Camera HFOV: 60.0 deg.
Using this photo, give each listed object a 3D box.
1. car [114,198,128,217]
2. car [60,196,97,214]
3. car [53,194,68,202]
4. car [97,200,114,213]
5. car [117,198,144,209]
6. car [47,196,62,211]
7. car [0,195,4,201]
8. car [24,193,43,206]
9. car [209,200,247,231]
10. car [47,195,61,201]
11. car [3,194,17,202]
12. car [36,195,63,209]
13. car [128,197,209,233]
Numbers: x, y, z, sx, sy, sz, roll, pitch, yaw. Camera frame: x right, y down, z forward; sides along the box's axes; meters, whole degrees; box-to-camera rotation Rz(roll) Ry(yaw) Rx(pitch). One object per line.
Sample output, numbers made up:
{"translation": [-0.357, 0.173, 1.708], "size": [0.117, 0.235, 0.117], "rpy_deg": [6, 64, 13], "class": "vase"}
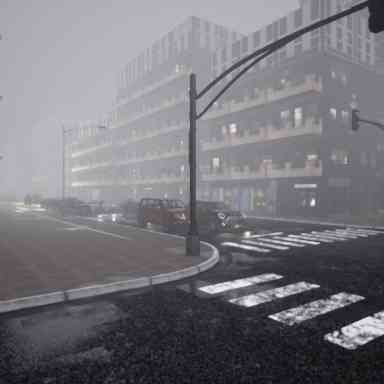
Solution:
{"translation": [-4.344, 1.467, 27.979], "size": [2.033, 1.411, 5.357], "rpy_deg": [0, 0, -36], "class": "car"}
{"translation": [-11.487, 1.442, 33.454], "size": [1.887, 1.381, 4.507], "rpy_deg": [0, 0, -36], "class": "car"}
{"translation": [-27.917, 1.265, 70.503], "size": [1.967, 1.590, 4.097], "rpy_deg": [0, 0, -36], "class": "car"}
{"translation": [-9.982, 1.494, 35.799], "size": [1.895, 1.301, 4.718], "rpy_deg": [0, 0, -36], "class": "car"}
{"translation": [-8.013, 1.461, 42.955], "size": [1.802, 1.307, 4.206], "rpy_deg": [0, 0, -36], "class": "car"}
{"translation": [-14.805, 1.448, 38.046], "size": [1.947, 1.339, 4.313], "rpy_deg": [0, 0, -36], "class": "car"}
{"translation": [-41.345, 1.267, 74.777], "size": [1.967, 1.590, 4.097], "rpy_deg": [0, 0, -36], "class": "car"}
{"translation": [-24.757, 1.159, 51.820], "size": [2.192, 1.841, 5.009], "rpy_deg": [0, 0, -36], "class": "car"}
{"translation": [1.221, 1.301, 20.205], "size": [2.097, 1.767, 4.553], "rpy_deg": [0, 0, -34], "class": "car"}
{"translation": [-31.233, 1.374, 75.093], "size": [2.008, 1.369, 4.403], "rpy_deg": [0, 0, -36], "class": "car"}
{"translation": [-38.028, 1.409, 70.186], "size": [1.802, 1.307, 4.206], "rpy_deg": [0, 0, -36], "class": "car"}
{"translation": [-18.123, 1.434, 42.639], "size": [1.947, 1.339, 4.313], "rpy_deg": [0, 0, -36], "class": "car"}
{"translation": [-1.534, 1.261, 19.680], "size": [2.192, 1.841, 5.009], "rpy_deg": [0, 0, -36], "class": "car"}
